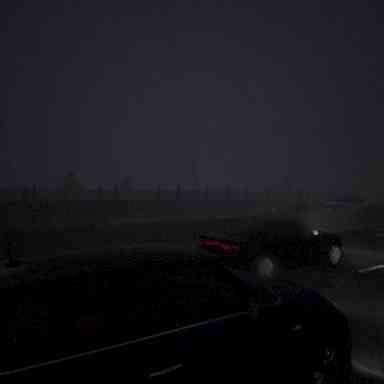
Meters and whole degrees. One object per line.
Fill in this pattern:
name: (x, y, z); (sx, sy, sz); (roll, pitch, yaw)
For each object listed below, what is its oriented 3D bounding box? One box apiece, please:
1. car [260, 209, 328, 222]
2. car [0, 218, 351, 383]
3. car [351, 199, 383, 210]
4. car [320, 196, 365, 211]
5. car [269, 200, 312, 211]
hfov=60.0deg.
car: (2.424, 1.483, 9.772); (5.008, 1.535, 1.882); (0, 0, -36)
car: (-0.323, 1.352, 3.515); (4.553, 1.767, 2.097); (0, 0, -36)
car: (15.985, 1.618, 28.283); (4.892, 1.490, 1.837); (2, -1, -35)
car: (14.508, 1.355, 31.527); (5.566, 2.045, 2.150); (2, -1, -35)
car: (9.621, 1.543, 32.342); (4.902, 1.511, 2.128); (1, -1, -35)
